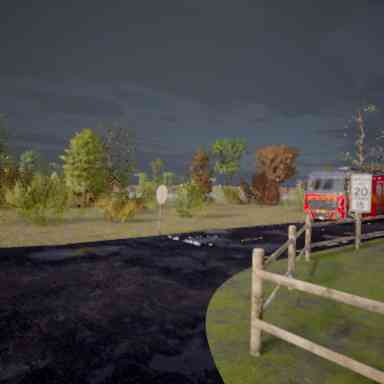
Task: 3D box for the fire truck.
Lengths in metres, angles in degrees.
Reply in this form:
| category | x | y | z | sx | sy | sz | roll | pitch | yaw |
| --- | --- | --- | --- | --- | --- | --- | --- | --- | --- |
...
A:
| category | x | y | z | sx | sy | sz | roll | pitch | yaw |
| --- | --- | --- | --- | --- | --- | --- | --- | --- | --- |
| fire truck | 11.619 | 0.243 | 24.167 | 8.468 | 3.827 | 2.891 | 0 | 1 | -40 |
